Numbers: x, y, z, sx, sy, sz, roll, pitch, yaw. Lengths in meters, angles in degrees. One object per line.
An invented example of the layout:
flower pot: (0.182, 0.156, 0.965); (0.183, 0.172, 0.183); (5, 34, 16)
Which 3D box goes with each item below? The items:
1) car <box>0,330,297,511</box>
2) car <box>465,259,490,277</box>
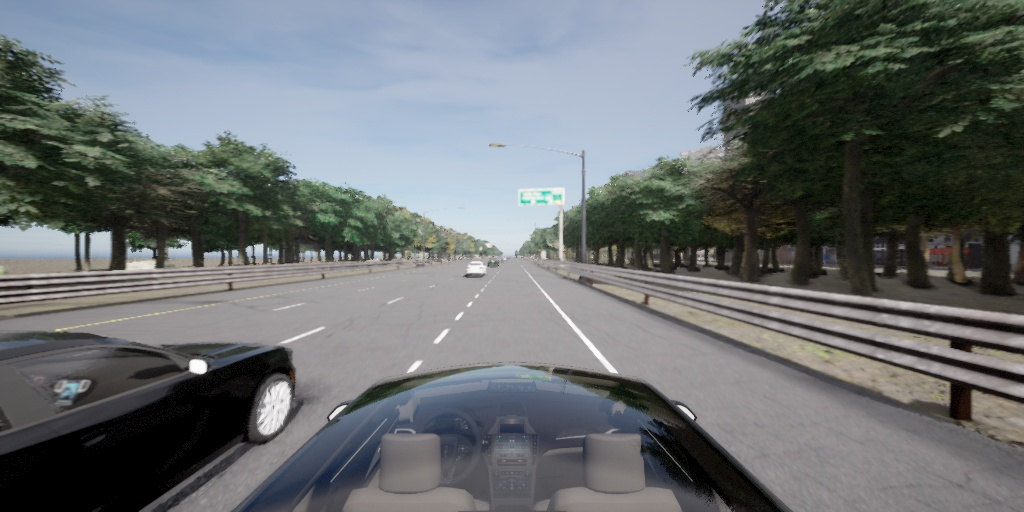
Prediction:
car: (-3.500, 1.227, 2.284); (1.882, 1.535, 5.008); (0, 0, 0)
car: (-3.453, 1.265, 35.432); (1.812, 1.442, 4.674); (0, 0, 0)
